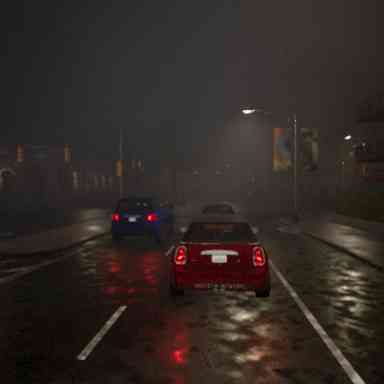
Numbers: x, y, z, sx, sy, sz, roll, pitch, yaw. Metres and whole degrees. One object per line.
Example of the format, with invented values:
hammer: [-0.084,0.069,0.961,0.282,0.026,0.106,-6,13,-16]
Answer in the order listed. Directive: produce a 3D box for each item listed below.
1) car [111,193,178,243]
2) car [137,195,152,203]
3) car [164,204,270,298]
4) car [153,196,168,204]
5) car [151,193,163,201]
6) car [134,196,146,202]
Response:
car: [-2.220,1.223,16.260,2.150,2.045,5.566,0,0,5]
car: [-9.742,1.501,68.386,2.128,1.511,4.902,0,0,5]
car: [0.710,1.353,8.767,2.097,1.767,4.553,0,0,4]
car: [-6.334,1.499,67.273,2.128,1.511,4.902,0,0,5]
car: [-8.614,1.235,82.624,2.150,2.045,5.566,0,0,5]
car: [-12.220,1.604,78.242,1.895,1.301,4.718,0,0,4]
